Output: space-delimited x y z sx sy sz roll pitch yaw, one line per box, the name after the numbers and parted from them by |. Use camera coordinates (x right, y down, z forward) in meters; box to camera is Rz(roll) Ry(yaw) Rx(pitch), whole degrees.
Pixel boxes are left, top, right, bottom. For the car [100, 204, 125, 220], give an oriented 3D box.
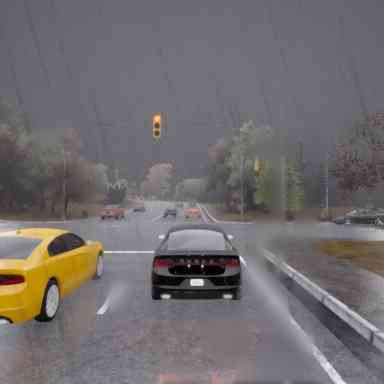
-10.539 2.671 44.520 2.150 2.045 5.566 0 -2 2 | car

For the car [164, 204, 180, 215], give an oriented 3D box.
-3.295 3.159 52.330 1.837 1.490 4.892 0 -1 0 | car

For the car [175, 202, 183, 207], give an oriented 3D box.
-3.445 3.177 86.827 1.994 1.385 4.181 0 0 -3 | car

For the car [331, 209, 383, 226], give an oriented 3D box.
15.857 2.446 31.749 4.892 1.490 1.837 0 -2 -2 | car

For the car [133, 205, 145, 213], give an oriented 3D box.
-10.391 3.309 65.688 2.033 1.411 5.357 0 0 1 | car

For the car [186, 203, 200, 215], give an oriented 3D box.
0.203 2.985 51.382 2.097 1.767 4.553 0 -1 0 | car

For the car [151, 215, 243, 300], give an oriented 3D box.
0.101 1.567 8.615 1.882 1.535 5.008 0 -1 0 | car

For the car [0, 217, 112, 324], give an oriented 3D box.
-3.406 1.544 7.373 1.882 1.535 5.008 0 -1 0 | car
